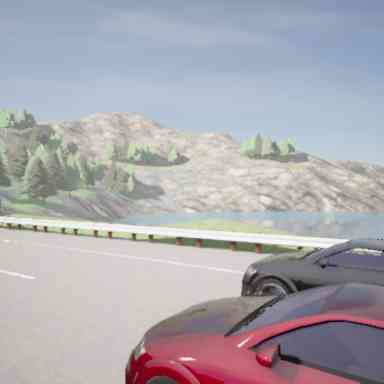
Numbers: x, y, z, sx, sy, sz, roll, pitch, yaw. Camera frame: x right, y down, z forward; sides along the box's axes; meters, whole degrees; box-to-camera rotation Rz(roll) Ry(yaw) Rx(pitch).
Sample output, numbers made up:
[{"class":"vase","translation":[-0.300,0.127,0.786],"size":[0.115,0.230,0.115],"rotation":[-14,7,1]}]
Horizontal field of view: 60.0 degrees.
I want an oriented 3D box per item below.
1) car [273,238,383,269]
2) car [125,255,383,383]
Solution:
[{"class":"car","translation":[3.024,1.555,6.009],"size":[4.181,1.385,1.994],"rotation":[0,0,35]},{"class":"car","translation":[1.384,1.559,2.887],"size":[4.181,1.385,1.994],"rotation":[0,0,35]}]
